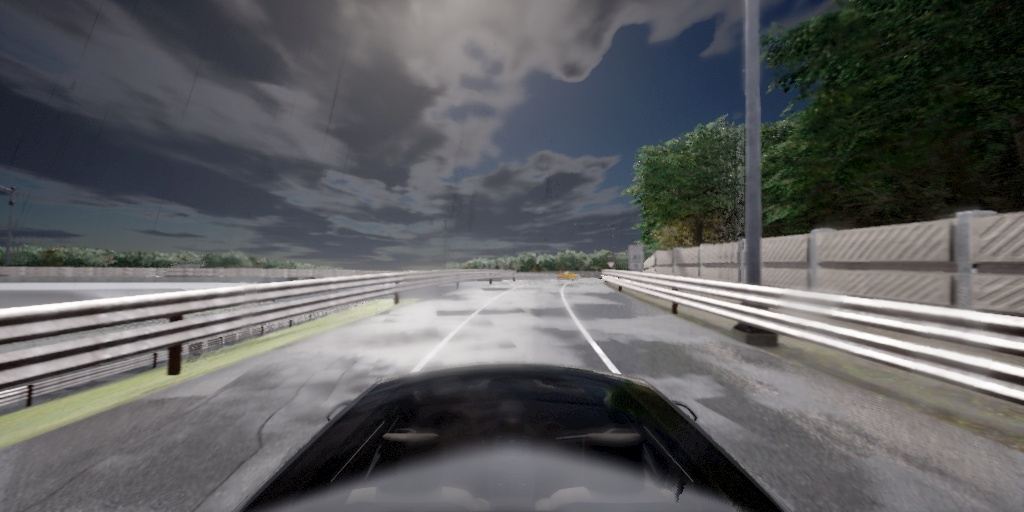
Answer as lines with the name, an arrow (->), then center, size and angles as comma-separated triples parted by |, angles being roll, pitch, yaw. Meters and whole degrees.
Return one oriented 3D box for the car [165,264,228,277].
car -> -30.776, 1.591, 35.257 | 4.553, 1.767, 2.097 | 2, -4, -26
